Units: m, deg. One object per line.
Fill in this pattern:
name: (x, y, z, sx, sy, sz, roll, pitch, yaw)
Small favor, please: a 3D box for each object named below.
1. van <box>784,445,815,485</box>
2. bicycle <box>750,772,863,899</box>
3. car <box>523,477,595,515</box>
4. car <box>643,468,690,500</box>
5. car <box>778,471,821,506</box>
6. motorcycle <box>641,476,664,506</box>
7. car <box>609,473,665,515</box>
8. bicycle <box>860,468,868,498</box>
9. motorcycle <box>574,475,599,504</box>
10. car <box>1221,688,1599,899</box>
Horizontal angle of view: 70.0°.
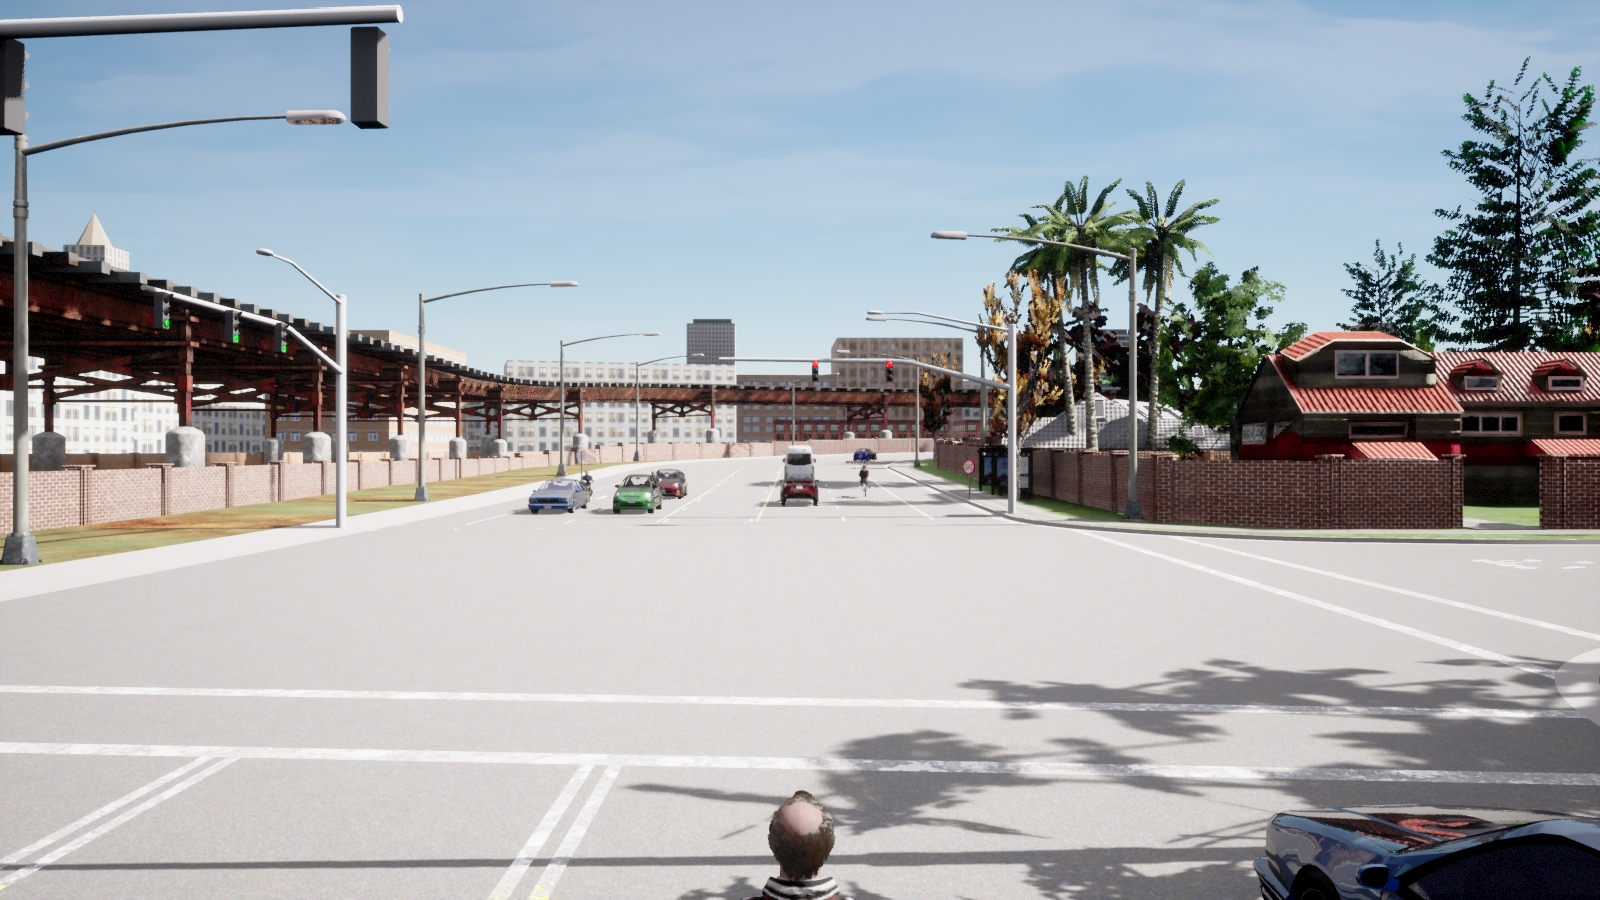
van: (-0.039, 0.976, 78.132, 1.988, 2.561, 5.915, 0, 1, 0)
bicycle: (0.019, 2.048, 3.681, 0.329, 1.496, 1.835, 0, 0, 0)
car: (-10.533, 1.979, 50.381, 2.033, 1.411, 5.357, 0, 1, 0)
car: (-7.041, 1.787, 60.730, 2.007, 1.525, 4.514, 0, 1, 0)
car: (-0.032, 1.842, 56.129, 2.007, 1.525, 4.514, 0, 1, 0)
motorcycle: (-7.053, 1.947, 54.746, 0.856, 1.341, 1.805, 0, 1, 0)
car: (-7.031, 1.877, 49.699, 1.851, 1.617, 3.988, 0, 1, 0)
bicycle: (3.478, 1.781, 61.963, 0.329, 1.496, 1.835, 0, 1, 0)
motorcycle: (-10.476, 1.934, 56.002, 0.856, 1.341, 1.805, 0, 1, 1)
car: (3.467, 2.106, 4.038, 2.033, 1.411, 5.357, 0, 0, 1)
